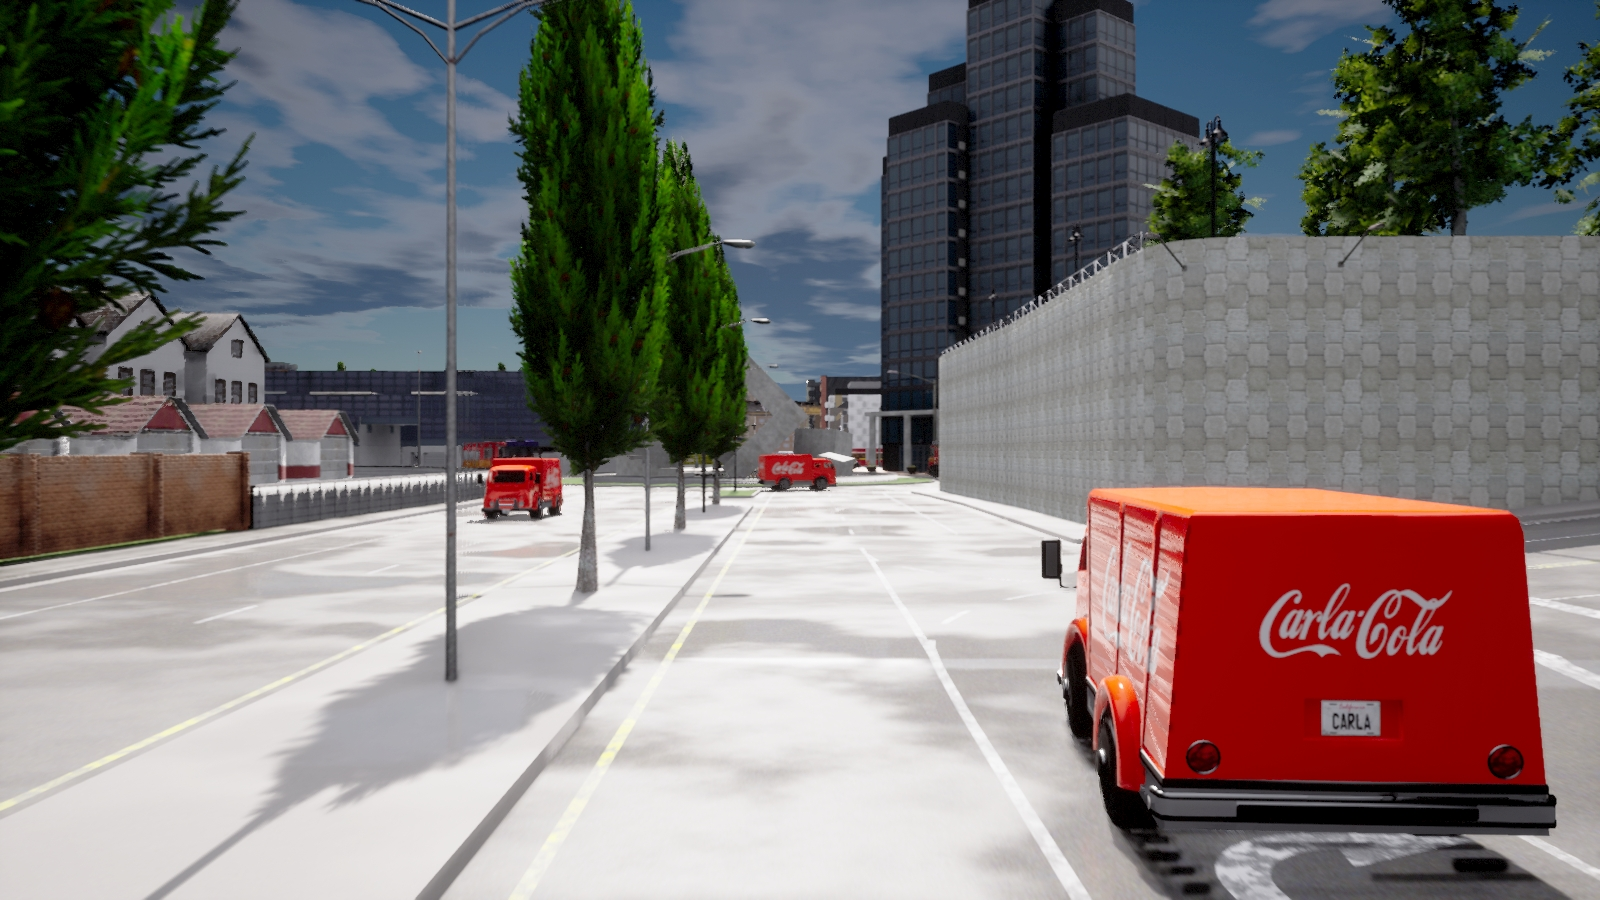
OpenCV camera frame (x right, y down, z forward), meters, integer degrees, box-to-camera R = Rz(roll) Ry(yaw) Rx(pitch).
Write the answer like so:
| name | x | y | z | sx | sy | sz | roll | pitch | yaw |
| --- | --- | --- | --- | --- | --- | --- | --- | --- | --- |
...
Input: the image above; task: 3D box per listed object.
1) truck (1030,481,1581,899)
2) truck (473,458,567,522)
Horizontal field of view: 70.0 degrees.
| name | x | y | z | sx | sy | sz | roll | pitch | yaw |
| --- | --- | --- | --- | --- | --- | --- | --- | --- | --- |
| truck | 3.619 | 1.567 | 9.642 | 2.627 | 2.467 | 5.204 | 0 | 0 | 4 |
| truck | -11.495 | 1.568 | 47.311 | 2.627 | 2.467 | 5.204 | 0 | 0 | 0 |
